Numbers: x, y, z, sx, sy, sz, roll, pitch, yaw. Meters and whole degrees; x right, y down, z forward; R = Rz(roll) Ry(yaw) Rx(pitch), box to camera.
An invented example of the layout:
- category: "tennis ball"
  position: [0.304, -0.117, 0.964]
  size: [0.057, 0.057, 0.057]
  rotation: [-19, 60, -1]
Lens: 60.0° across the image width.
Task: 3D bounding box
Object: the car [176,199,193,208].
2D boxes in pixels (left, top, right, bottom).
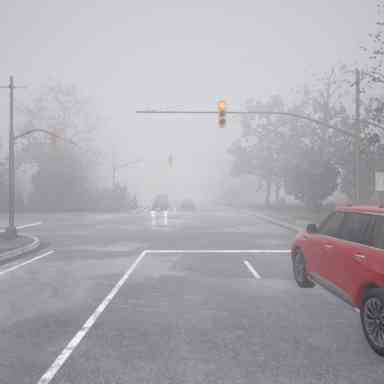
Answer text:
- category: "car"
  position: [-0.824, 1.706, 50.125]
  size: [2.033, 1.411, 5.357]
  rotation: [0, -1, -5]

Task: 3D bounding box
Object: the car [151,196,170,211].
- category: "car"
  position: [-4.075, 1.572, 42.521]
  size: [1.837, 1.490, 4.892]
  rotation: [0, -1, -3]

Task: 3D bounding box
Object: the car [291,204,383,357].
- category: "car"
  position: [3.590, 1.221, 6.131]
  size: [2.150, 2.045, 5.566]
  rotation: [0, 0, 0]

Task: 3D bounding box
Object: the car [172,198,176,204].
- category: "car"
  position: [-4.641, 2.316, 83.254]
  size: [1.882, 1.535, 5.008]
  rotation: [0, -1, -22]

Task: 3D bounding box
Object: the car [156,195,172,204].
- category: "car"
  position: [-4.802, 1.424, 52.392]
  size: [2.150, 2.045, 5.566]
  rotation: [0, -1, -7]

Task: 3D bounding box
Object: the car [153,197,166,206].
- category: "car"
  position: [-6.225, 1.768, 62.586]
  size: [2.097, 1.767, 4.553]
  rotation: [0, -1, -10]
